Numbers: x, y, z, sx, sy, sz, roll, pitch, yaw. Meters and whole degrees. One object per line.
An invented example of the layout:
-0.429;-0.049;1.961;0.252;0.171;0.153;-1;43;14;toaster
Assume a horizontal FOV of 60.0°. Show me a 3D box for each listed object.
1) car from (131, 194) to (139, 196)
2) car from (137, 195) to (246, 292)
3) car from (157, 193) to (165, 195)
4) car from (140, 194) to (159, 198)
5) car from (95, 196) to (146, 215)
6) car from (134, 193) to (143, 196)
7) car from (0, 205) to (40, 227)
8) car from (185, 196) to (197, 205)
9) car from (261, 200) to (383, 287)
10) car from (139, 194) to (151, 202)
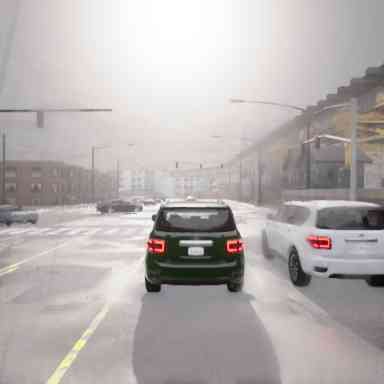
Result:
-10.812;1.547;56.829;1.812;1.442;4.674;0;0;0;car
0.029;1.232;9.077;2.150;2.045;5.566;0;0;-1;car
-7.324;1.274;77.957;2.150;2.045;5.566;0;0;0;car
-7.320;1.579;58.064;2.033;1.411;5.357;0;0;0;car
-7.493;1.515;34.481;4.892;1.490;1.837;0;1;-36;car
-10.796;1.251;66.496;2.150;2.045;5.566;0;0;0;car
-12.315;1.589;23.128;1.895;1.301;4.718;0;0;-45;car
-0.188;1.544;59.423;2.128;1.511;4.902;0;0;0;car
3.525;1.242;9.576;2.150;2.045;5.566;0;0;0;car
-10.819;1.394;76.581;2.097;1.767;4.553;0;0;0;car
